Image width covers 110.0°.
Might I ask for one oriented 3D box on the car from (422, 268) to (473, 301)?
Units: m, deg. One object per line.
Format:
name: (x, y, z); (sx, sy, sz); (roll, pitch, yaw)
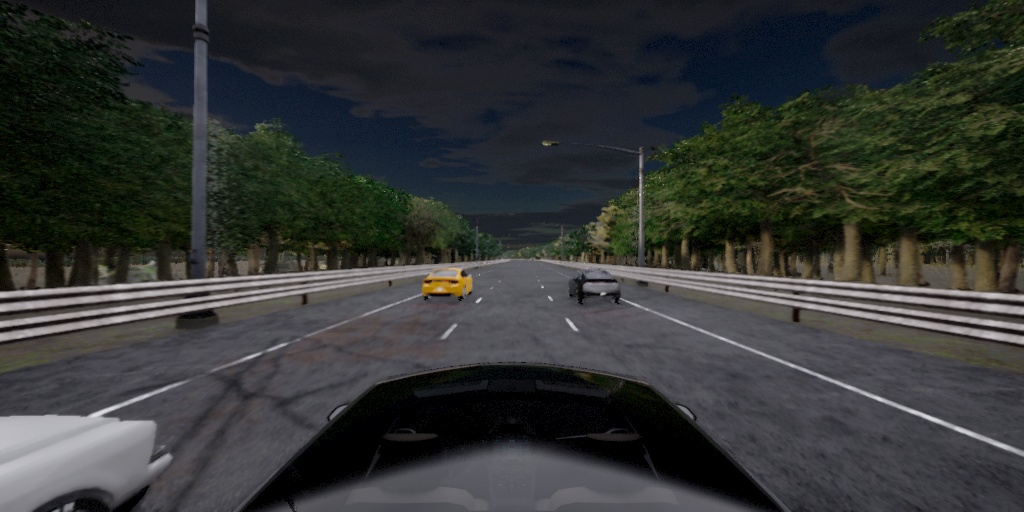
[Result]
car: (-3.177, 1.360, 18.521); (1.882, 1.535, 5.008); (0, 0, 1)

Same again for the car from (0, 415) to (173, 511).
car: (-3.387, 1.330, 0.408); (1.895, 1.301, 4.718); (0, 0, 0)

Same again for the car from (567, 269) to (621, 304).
car: (3.794, 1.384, 17.188); (2.128, 1.511, 4.902); (0, 0, 1)
